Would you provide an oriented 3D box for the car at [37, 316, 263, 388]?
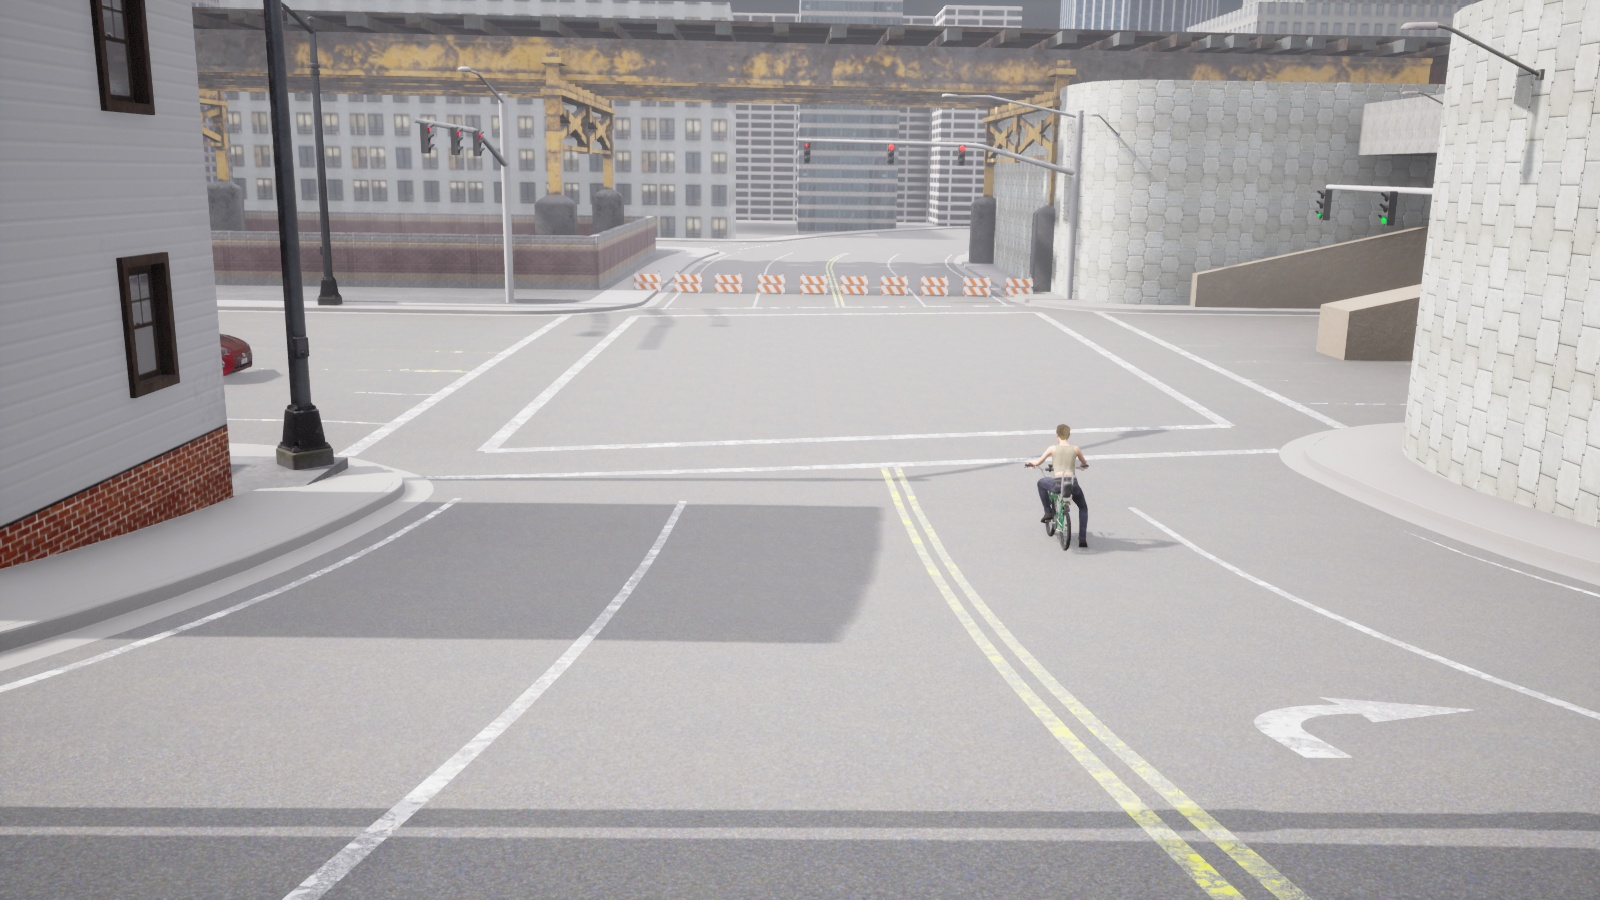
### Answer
[{"bbox_3d":[-16.280,-2.487,31.637,4.514,1.525,2.007,0,12,0],"label":"car"}]

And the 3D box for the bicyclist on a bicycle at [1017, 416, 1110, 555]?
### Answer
[{"bbox_3d":[3.446,0.432,16.595,0.866,1.612,1.509,0,7,0],"label":"bicyclist on a bicycle"}]
